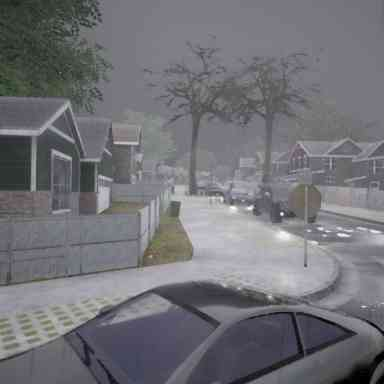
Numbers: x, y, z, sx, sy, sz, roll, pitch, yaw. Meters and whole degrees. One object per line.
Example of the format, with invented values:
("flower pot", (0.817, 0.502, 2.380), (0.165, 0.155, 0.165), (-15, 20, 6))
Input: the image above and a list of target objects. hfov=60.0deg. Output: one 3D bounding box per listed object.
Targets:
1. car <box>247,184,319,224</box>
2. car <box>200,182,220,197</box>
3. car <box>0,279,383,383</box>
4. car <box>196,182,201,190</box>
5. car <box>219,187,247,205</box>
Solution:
("car", (5.120, 0.578, 19.097), (2.150, 2.045, 5.566), (1, 2, -6))
("car", (2.750, -0.219, 42.314), (2.033, 1.411, 5.357), (1, 3, -6))
("car", (-0.016, 1.577, 2.838), (4.181, 1.385, 1.994), (0, 0, -34))
("car", (1.261, -0.993, 57.789), (1.882, 1.535, 5.008), (1, 2, -6))
("car", (4.017, 0.361, 29.845), (1.812, 1.442, 4.674), (1, 3, -6))
